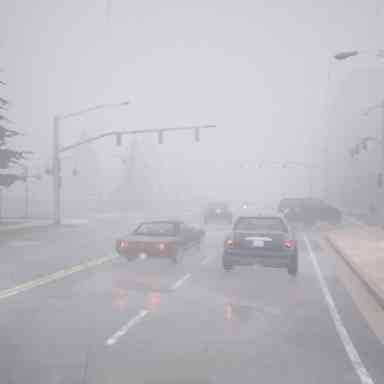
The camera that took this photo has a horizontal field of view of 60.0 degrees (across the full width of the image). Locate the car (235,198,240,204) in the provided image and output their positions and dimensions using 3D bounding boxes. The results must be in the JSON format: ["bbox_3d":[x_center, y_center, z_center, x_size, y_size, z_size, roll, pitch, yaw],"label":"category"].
[{"bbox_3d":[7.390,2.081,63.623,1.895,1.301,4.718,0,0,17],"label":"car"}]

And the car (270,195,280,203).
[{"bbox_3d":[22.030,1.886,88.031,2.150,2.045,5.566,0,0,17],"label":"car"}]

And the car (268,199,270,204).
[{"bbox_3d":[19.236,2.113,78.701,1.812,1.442,4.674,0,0,17],"label":"car"}]

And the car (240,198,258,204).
[{"bbox_3d":[10.752,2.036,62.683,1.994,1.385,4.181,0,0,17],"label":"car"}]

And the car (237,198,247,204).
[{"bbox_3d":[11.872,2.116,78.514,1.812,1.442,4.674,0,0,17],"label":"car"}]

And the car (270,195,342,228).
[{"bbox_3d":[8.477,1.405,23.960,5.566,2.045,2.150,0,-2,-37],"label":"car"}]

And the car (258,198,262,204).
[{"bbox_3d":[15.236,2.137,77.546,1.994,1.385,4.181,0,0,17],"label":"car"}]

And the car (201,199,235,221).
[{"bbox_3d":[1.892,1.557,27.227,2.097,1.767,4.553,0,-1,-2],"label":"car"}]

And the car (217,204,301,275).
[{"bbox_3d":[2.388,1.436,11.117,2.097,1.767,4.553,0,0,16],"label":"car"}]

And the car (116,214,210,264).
[{"bbox_3d":[-0.897,1.695,12.379,1.895,1.301,4.718,0,0,16],"label":"car"}]

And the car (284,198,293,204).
[{"bbox_3d":[22.874,2.142,78.651,1.994,1.385,4.181,0,0,17],"label":"car"}]

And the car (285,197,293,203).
[{"bbox_3d":[25.374,2.131,86.996,1.882,1.535,5.008,0,0,17],"label":"car"}]
